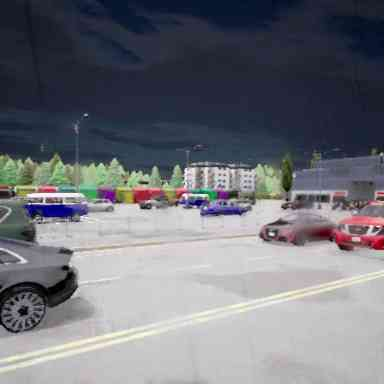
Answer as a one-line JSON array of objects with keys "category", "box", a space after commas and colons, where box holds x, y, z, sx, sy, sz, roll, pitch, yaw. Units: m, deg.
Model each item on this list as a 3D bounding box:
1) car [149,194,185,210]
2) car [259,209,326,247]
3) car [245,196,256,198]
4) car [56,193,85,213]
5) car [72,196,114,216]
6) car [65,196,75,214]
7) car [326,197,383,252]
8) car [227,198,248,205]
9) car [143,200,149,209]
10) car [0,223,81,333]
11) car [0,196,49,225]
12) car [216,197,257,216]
[{"category": "car", "box": [-4.074, 1.423, 53.513, 4.605, 1.855, 1.932, 1, 0, -33]}, {"category": "car", "box": [5.187, 1.704, 15.823, 4.181, 1.385, 1.994, 1, 0, -34]}, {"category": "car", "box": [10.534, 1.621, 63.183, 3.866, 1.878, 1.905, 1, 0, -33]}, {"category": "car", "box": [-13.584, 1.258, 40.582, 4.605, 1.855, 1.932, 1, 0, -33]}, {"category": "car", "box": [-10.471, 1.503, 35.953, 3.806, 1.475, 1.970, 1, 0, -33]}, {"category": "car", "box": [-12.065, 1.470, 38.369, 3.905, 1.438, 1.784, 1, 0, -33]}, {"category": "car", "box": [8.180, 1.375, 13.610, 5.566, 2.045, 2.150, 1, 0, -35]}, {"category": "car", "box": [8.946, 1.859, 65.604, 3.806, 1.475, 1.970, 1, 0, -33]}, {"category": "car", "box": [-5.619, 1.633, 55.964, 3.905, 1.438, 1.784, 1, 0, -33]}, {"category": "car", "box": [-4.335, 1.479, 5.251, 4.902, 1.511, 2.128, 1, 0, -35]}, {"category": "car", "box": [-6.675, 1.202, 7.930, 5.566, 2.045, 2.150, 1, 0, -34]}, {"category": "car", "box": [5.309, 1.673, 39.460, 3.806, 1.475, 1.970, 1, 0, -33]}]
